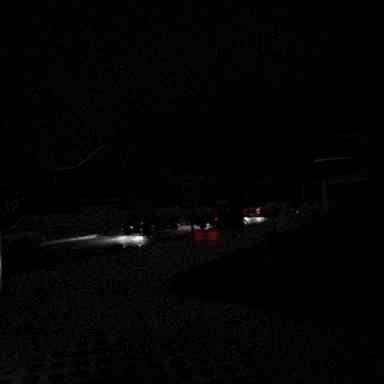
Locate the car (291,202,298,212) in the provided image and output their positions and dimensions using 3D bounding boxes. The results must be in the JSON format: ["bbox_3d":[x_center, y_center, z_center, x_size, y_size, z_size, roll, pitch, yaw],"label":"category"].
[{"bbox_3d":[15.012,2.166,46.968,1.837,1.490,4.892,-4,-2,29],"label":"car"}]

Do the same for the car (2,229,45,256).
[{"bbox_3d":[-8.230,1.884,12.489,1.895,1.301,4.718,-4,-3,35],"label":"car"}]

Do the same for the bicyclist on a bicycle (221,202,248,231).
[{"bbox_3d":[2.344,1.381,18.594,1.656,1.620,0.582,-4,-3,29],"label":"bicyclist on a bicycle"}]

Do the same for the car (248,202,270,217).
[{"bbox_3d":[7.835,2.032,40.173,2.097,1.767,4.553,-4,-3,30],"label":"car"}]

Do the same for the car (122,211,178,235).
[{"bbox_3d":[-2.646,1.963,21.607,1.994,1.385,4.181,-4,-3,29],"label":"car"}]

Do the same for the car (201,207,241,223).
[{"bbox_3d":[2.841,2.144,31.345,1.895,1.301,4.718,-4,-3,29],"label":"car"}]

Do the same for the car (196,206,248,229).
[{"bbox_3d":[2.140,1.896,24.077,1.895,1.301,4.718,-4,-2,29],"label":"car"}]
